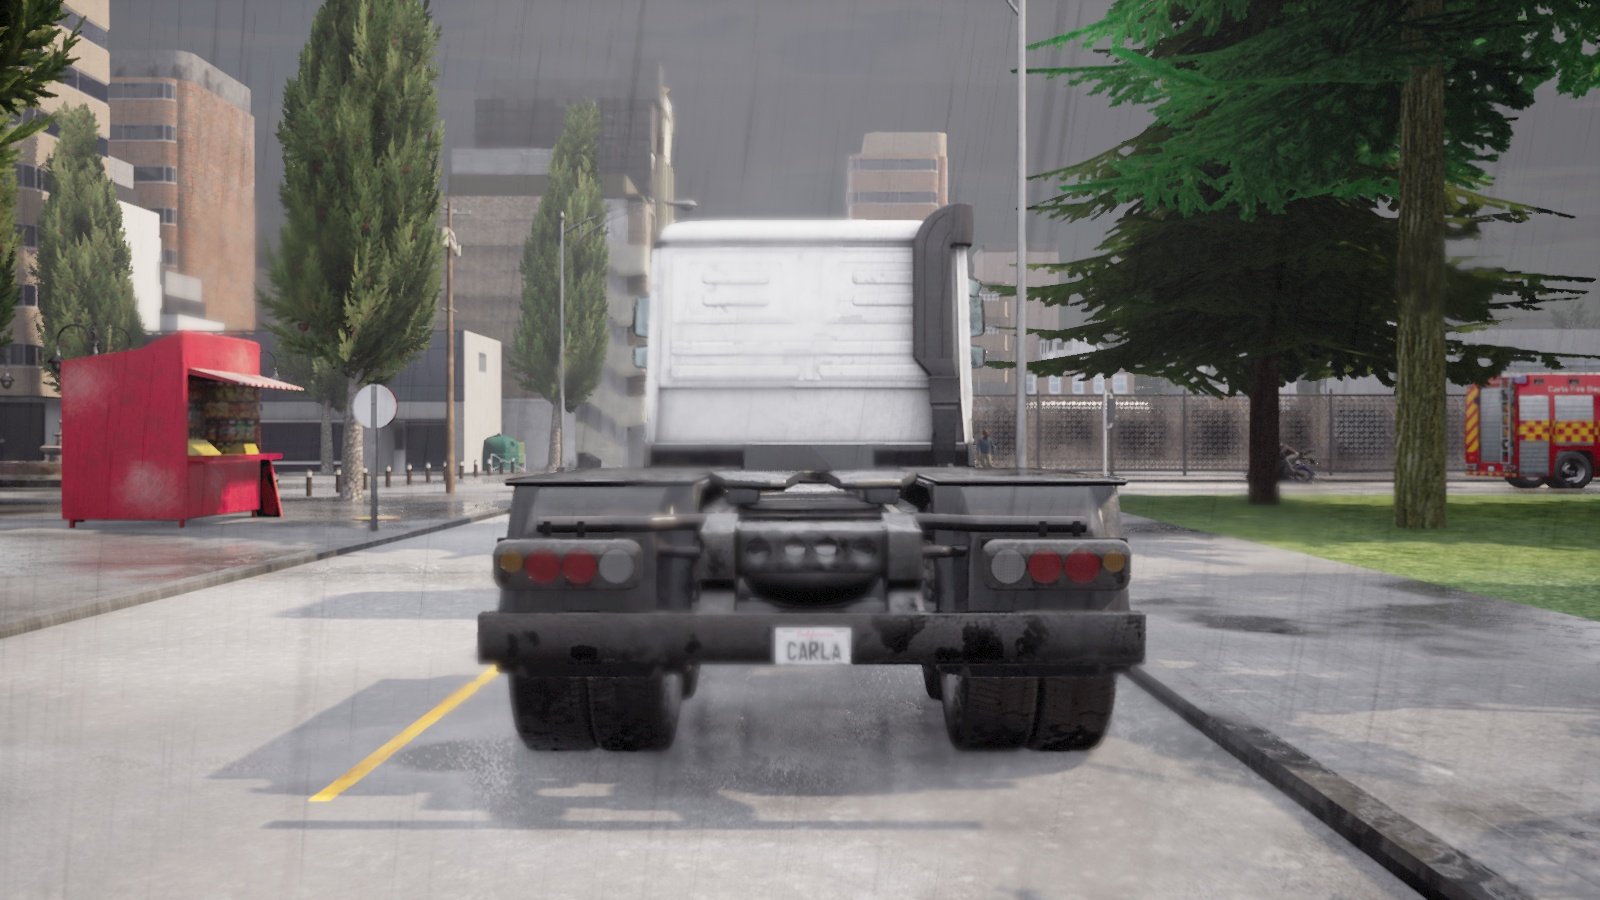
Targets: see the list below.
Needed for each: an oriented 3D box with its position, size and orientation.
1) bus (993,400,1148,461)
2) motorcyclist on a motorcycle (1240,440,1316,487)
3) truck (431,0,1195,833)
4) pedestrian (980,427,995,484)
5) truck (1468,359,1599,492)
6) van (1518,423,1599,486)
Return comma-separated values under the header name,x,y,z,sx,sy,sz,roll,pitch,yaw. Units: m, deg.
name,x,y,z,sx,sy,sz,roll,pitch,yaw
bus,19.453,-1.383,90.797,10.273,4.253,3.944,0,1,-1
motorcyclist on a motorcycle,15.786,0.442,41.495,2.191,1.530,0.866,0,0,0
truck,0.070,-0.310,8.731,2.891,3.462,7.936,0,0,0
pedestrian,6.134,0.179,41.118,0.370,1.835,0.726,0,0,0
truck,24.935,-0.716,37.431,8.468,3.827,2.891,0,0,0
van,26.514,0.140,41.433,4.480,2.038,2.069,0,0,0
